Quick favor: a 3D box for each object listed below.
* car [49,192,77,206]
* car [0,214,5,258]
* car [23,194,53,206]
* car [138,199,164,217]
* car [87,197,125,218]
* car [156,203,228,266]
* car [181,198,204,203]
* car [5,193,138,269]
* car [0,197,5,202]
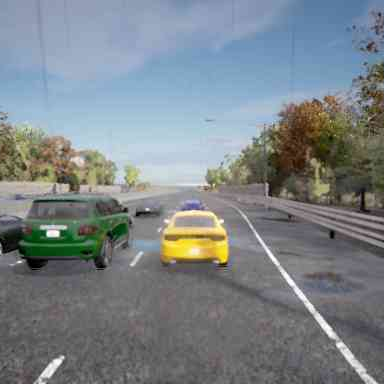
[{"bbox_3d":[-17.604,0.875,45.762,2.097,1.767,4.553,0,1,0],"label":"car"},{"bbox_3d":[-6.923,1.437,11.652,1.994,1.385,4.181,0,1,0],"label":"car"},{"bbox_3d":[-21.101,1.030,45.802,1.837,1.490,4.892,0,0,0],"label":"car"},{"bbox_3d":[-3.429,1.268,27.635,1.994,1.385,4.181,0,1,0],"label":"car"},{"bbox_3d":[-6.930,1.212,27.290,1.837,1.490,4.892,0,0,0],"label":"car"},{"bbox_3d":[0.077,1.356,11.079,1.882,1.535,5.008,0,1,0],"label":"car"},{"bbox_3d":[0.071,1.225,28.096,1.812,1.442,4.674,0,1,0],"label":"car"},{"bbox_3d":[-3.421,1.101,10.893,2.150,2.045,5.566,0,0,0],"label":"car"},{"bbox_3d":[-24.600,1.051,45.538,1.812,1.442,4.674,0,0,0],"label":"car"}]
